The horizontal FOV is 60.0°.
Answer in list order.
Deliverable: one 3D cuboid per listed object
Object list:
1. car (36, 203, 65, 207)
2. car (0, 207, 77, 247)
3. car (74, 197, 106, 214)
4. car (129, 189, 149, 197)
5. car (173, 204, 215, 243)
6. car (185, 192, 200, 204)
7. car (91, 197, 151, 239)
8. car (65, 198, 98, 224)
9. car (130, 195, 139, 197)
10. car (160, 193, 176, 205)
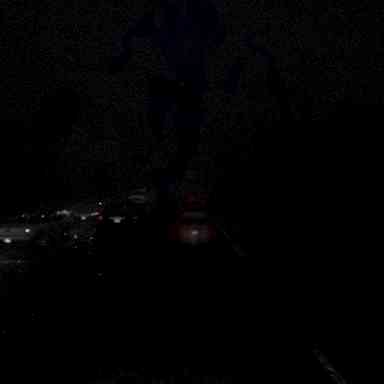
[{"bbox_3d":[-10.599,1.499,24.802,2.033,1.411,5.357,0,0,0],"label":"car"},{"bbox_3d":[-7.099,1.572,15.023,1.895,1.301,4.718,0,0,0],"label":"car"},{"bbox_3d":[-10.585,1.392,34.960,1.837,1.490,4.892,0,1,0],"label":"car"},{"bbox_3d":[-7.043,0.740,44.584,2.150,2.045,5.566,0,3,0],"label":"car"},{"bbox_3d":[0.089,1.495,15.780,1.812,1.442,4.674,0,0,0],"label":"car"},{"bbox_3d":[0.102,0.742,46.982,2.097,1.767,4.553,0,3,0],"label":"car"},{"bbox_3d":[-3.401,1.318,17.237,2.097,1.767,4.553,0,0,0],"label":"car"},{"bbox_3d":[-7.098,1.444,24.184,2.128,1.511,4.902,0,0,0],"label":"car"},{"bbox_3d":[-7.090,1.405,34.275,1.837,1.490,4.892,0,1,0],"label":"car"},{"bbox_3d":[-3.398,0.872,46.919,1.882,1.535,5.008,0,3,0],"label":"car"}]
